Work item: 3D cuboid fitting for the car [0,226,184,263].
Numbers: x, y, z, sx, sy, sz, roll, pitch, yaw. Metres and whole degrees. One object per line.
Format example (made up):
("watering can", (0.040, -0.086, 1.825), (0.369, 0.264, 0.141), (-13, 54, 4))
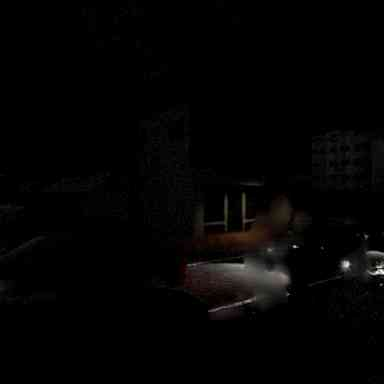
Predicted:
("car", (-2.447, 1.477, 6.541), (5.008, 1.535, 1.882), (0, 0, -35))

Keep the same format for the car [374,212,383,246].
("car", (8.491, 1.564, 14.300), (4.181, 1.385, 1.994), (0, 0, -35))

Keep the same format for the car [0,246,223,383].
("car", (-1.842, 1.526, 2.647), (4.674, 1.442, 1.812), (0, 0, -36))

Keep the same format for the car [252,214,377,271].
("car", (3.966, 1.564, 10.998), (4.181, 1.385, 1.994), (0, 0, -36))
